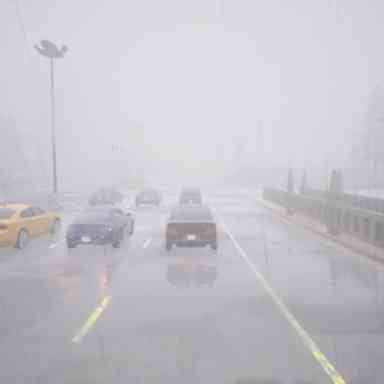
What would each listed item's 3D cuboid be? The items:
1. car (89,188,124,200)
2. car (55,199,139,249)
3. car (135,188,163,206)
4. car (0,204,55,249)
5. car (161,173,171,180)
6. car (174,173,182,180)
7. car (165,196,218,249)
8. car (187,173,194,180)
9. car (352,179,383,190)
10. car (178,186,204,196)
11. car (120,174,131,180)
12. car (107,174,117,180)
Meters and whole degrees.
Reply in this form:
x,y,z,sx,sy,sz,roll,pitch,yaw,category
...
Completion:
x,y,z,sx,sy,sz,roll,pitch,yaw,category
-7.111,0.354,27.869,2.033,1.411,5.357,0,4,0,car
-3.527,1.278,13.327,1.812,1.442,4.674,0,3,0,car
-3.609,0.349,28.207,1.994,1.385,4.181,0,4,0,car
-7.027,1.227,13.403,1.882,1.535,5.008,0,3,0,car
-7.480,-4.416,93.464,2.097,1.767,4.553,0,4,0,car
-3.966,-4.079,91.031,2.033,1.411,5.357,0,4,0,car
-0.027,1.223,13.456,1.882,1.535,5.008,0,3,0,car
-0.467,-4.027,91.085,1.895,1.301,4.718,0,4,0,car
25.330,-1.028,47.216,4.892,1.490,1.837,1,4,2,car
-0.110,0.291,28.226,1.837,1.490,4.892,0,4,0,car
-17.960,-4.153,89.739,2.097,1.767,4.553,0,4,0,car
-21.459,-4.027,89.698,1.882,1.535,5.008,0,4,0,car
